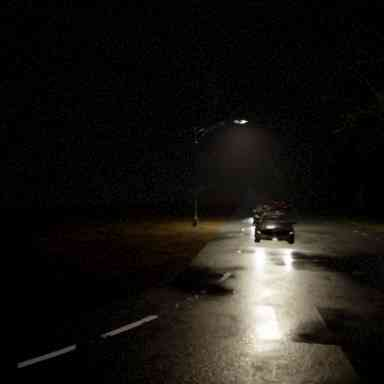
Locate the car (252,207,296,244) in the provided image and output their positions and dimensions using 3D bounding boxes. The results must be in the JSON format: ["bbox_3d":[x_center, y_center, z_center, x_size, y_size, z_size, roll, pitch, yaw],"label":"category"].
[{"bbox_3d":[4.290,1.746,17.343,2.033,1.411,5.357,0,-1,13],"label":"car"}]

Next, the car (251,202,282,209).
[{"bbox_3d":[5.986,1.822,27.213,1.837,1.490,4.892,0,-1,10],"label":"car"}]

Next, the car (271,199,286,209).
[{"bbox_3d":[15.166,2.071,58.492,2.128,1.511,4.902,0,0,10],"label":"car"}]

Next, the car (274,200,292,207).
[{"bbox_3d":[13.464,2.078,48.621,1.994,1.385,4.181,0,0,10],"label":"car"}]
